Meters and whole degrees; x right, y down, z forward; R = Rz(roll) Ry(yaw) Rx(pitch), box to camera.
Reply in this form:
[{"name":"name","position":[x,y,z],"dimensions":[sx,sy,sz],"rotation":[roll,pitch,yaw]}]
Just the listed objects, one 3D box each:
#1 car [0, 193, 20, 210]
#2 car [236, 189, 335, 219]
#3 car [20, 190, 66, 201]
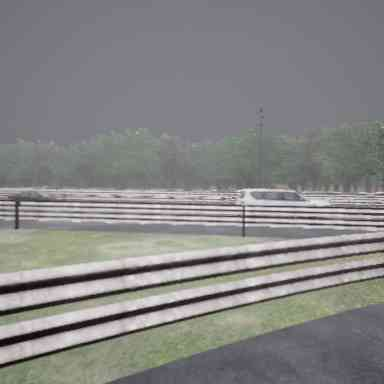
[{"name":"car","position":[-16.422,0.787,25.992],"dimensions":[4.718,1.301,1.895],"rotation":[1,2,8]},{"name":"car","position":[5.355,0.843,19.544],"dimensions":[5.566,2.045,2.150],"rotation":[1,2,8]},{"name":"car","position":[-13.501,0.615,29.127],"dimensions":[5.008,1.535,1.882],"rotation":[1,2,8]}]
